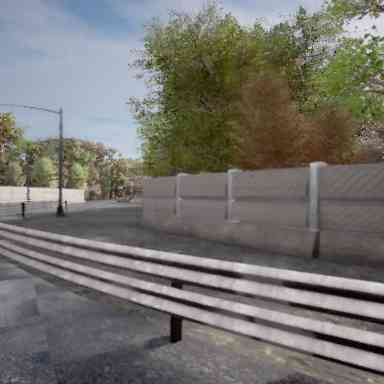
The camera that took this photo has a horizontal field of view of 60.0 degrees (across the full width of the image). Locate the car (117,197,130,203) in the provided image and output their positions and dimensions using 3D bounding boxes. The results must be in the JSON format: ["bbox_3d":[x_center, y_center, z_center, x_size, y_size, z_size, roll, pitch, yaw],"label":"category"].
[{"bbox_3d":[-15.346,1.755,74.303,1.994,1.385,4.181,0,0,5],"label":"car"}]
